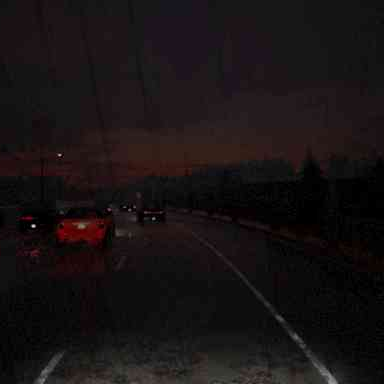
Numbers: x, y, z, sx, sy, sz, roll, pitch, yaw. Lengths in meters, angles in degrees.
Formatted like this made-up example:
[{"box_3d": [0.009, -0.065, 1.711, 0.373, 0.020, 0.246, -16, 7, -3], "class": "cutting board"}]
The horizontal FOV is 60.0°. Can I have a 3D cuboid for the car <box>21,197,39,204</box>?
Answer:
[{"box_3d": [-28.387, 2.029, 59.109, 1.994, 1.385, 4.181, 0, 0, -17], "class": "car"}]

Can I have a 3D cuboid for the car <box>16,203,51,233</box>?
[{"box_3d": [-9.351, 1.654, 20.941, 1.837, 1.490, 4.892, 0, 0, -12], "class": "car"}]

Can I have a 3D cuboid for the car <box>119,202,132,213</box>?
[{"box_3d": [-8.170, 1.873, 42.213, 1.895, 1.301, 4.718, 0, 0, -18], "class": "car"}]

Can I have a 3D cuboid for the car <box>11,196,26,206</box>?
[{"box_3d": [-34.365, 1.779, 66.379, 2.150, 2.045, 5.566, 0, 0, -18], "class": "car"}]

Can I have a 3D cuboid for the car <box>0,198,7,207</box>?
[{"box_3d": [-37.335, 1.905, 64.178, 2.097, 1.767, 4.553, 0, 0, -18], "class": "car"}]

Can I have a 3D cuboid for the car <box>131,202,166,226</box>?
[{"box_3d": [-3.198, 1.645, 25.259, 2.128, 1.511, 4.902, 0, 0, -13], "class": "car"}]

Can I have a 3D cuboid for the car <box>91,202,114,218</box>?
[{"box_3d": [-9.365, 1.778, 34.444, 2.033, 1.411, 5.357, 0, 0, -17], "class": "car"}]

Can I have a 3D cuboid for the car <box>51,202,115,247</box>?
[{"box_3d": [-4.849, 1.455, 15.737, 2.097, 1.767, 4.553, 0, 0, -9], "class": "car"}]
